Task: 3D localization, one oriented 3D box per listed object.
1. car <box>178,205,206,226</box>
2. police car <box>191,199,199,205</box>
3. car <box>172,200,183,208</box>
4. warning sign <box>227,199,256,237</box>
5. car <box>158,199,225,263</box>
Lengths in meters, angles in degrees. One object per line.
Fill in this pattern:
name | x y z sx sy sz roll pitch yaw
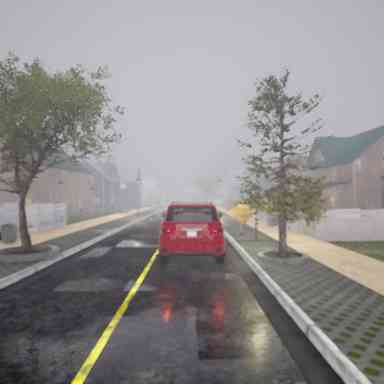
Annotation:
car | 0.006 1.850 27.514 2.033 1.411 5.357 0 -1 0
police car | 0.821 2.598 87.119 1.930 1.638 5.238 0 -1 0
car | -2.776 2.289 64.521 1.882 1.535 5.008 0 -1 1
warning sign | 2.528 1.295 16.991 1.300 1.860 1.060 1 0 0
car | 0.007 1.357 12.588 2.150 2.045 5.566 0 0 0
